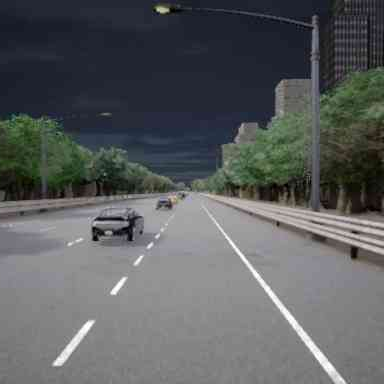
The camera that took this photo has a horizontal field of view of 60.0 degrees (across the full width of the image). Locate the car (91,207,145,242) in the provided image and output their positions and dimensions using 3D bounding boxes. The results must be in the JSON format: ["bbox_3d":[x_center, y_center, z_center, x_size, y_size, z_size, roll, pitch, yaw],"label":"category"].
[{"bbox_3d":[-3.504,1.497,16.418,2.128,1.511,4.902,0,0,0],"label":"car"}]

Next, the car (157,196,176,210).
[{"bbox_3d":[-3.509,1.492,43.553,1.837,1.490,4.892,0,0,0],"label":"car"}]

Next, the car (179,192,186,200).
[{"bbox_3d":[-3.514,1.455,95.252,2.033,1.411,5.357,0,0,0],"label":"car"}]

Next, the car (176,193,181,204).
[{"bbox_3d":[-3.510,1.434,61.558,1.882,1.535,5.008,0,0,0],"label":"car"}]
